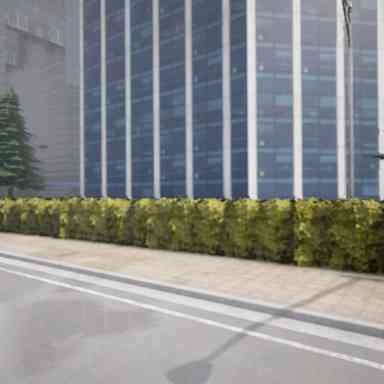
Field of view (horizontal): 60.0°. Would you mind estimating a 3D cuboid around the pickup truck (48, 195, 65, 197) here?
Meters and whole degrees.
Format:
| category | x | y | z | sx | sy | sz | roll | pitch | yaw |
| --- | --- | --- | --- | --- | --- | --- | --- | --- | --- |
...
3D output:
| category | x | y | z | sx | sy | sz | roll | pitch | yaw |
| --- | --- | --- | --- | --- | --- | --- | --- | --- | --- |
| pickup truck | -28.661 | 1.662 | 71.106 | 6.274 | 2.098 | 2.390 | 0 | 0 | -24 |
